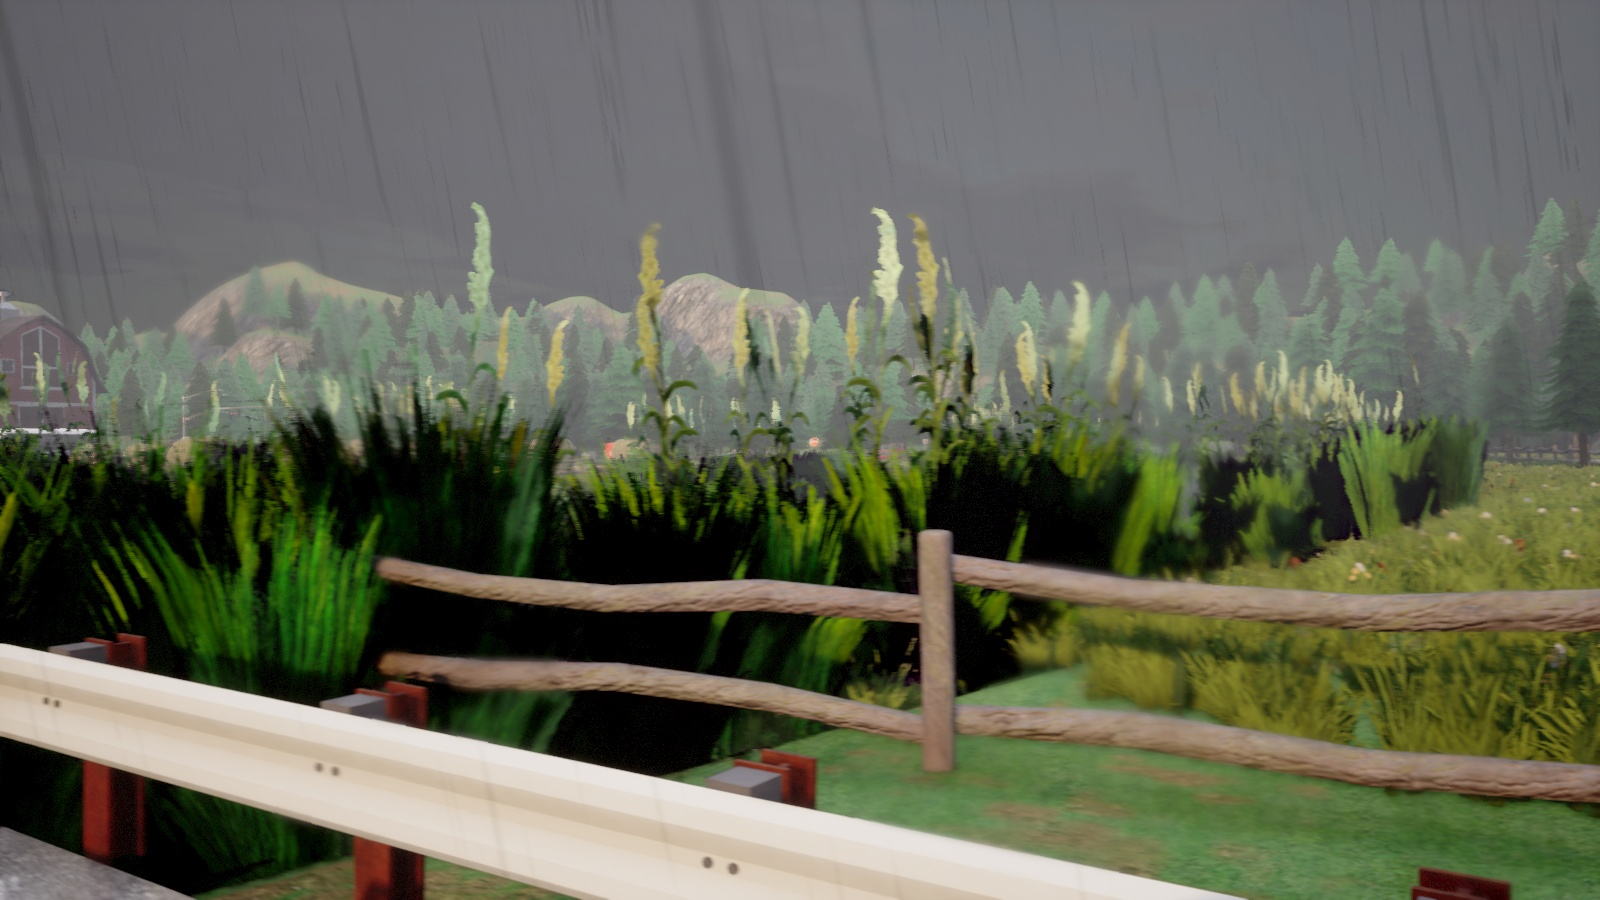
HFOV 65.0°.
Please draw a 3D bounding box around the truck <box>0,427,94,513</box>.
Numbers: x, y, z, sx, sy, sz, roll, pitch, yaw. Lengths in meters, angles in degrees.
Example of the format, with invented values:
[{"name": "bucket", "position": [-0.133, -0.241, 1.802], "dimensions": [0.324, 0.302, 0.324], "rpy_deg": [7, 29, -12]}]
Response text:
[{"name": "truck", "position": [-33.439, 0.837, 51.003], "dimensions": [2.891, 3.462, 7.936], "rpy_deg": [-2, 0, 28]}]
